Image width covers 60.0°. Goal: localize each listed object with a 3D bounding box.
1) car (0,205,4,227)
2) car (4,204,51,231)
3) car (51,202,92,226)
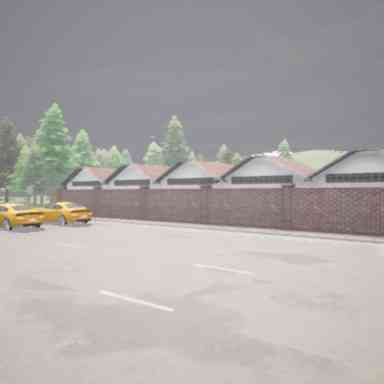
[{"bbox_3d":[-11.846,1.476,16.679,4.902,1.511,2.128,0,0,35],"label":"car"},{"bbox_3d":[-11.144,1.461,20.469,5.008,1.535,1.882,0,0,35],"label":"car"},{"bbox_3d":[-9.122,1.461,23.326,5.008,1.535,1.882,0,0,35],"label":"car"}]
